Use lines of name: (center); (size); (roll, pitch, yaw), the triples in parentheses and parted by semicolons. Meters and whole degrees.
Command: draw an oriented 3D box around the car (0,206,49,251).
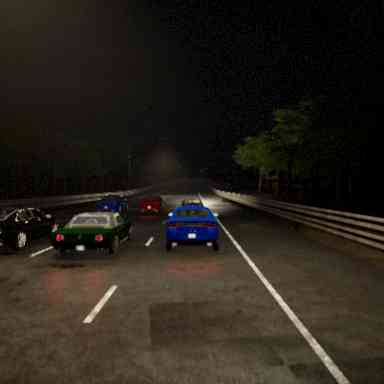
car: (-6.955, 1.320, 13.209); (1.837, 1.490, 4.892); (0, 1, 0)

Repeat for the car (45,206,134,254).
car: (-3.461, 1.424, 12.587); (1.895, 1.301, 4.718); (0, 1, 1)

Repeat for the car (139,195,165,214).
car: (-3.451, 1.037, 29.429); (1.882, 1.535, 5.008); (0, 1, 0)

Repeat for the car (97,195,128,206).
car: (-6.951, 1.037, 29.398); (1.882, 1.535, 5.008); (0, 1, 0)

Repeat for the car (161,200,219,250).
car: (0.045, 1.289, 13.379); (1.882, 1.535, 5.008); (0, 0, 1)

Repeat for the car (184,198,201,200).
car: (0.036, 1.190, 27.584); (1.895, 1.301, 4.718); (0, 1, 1)
